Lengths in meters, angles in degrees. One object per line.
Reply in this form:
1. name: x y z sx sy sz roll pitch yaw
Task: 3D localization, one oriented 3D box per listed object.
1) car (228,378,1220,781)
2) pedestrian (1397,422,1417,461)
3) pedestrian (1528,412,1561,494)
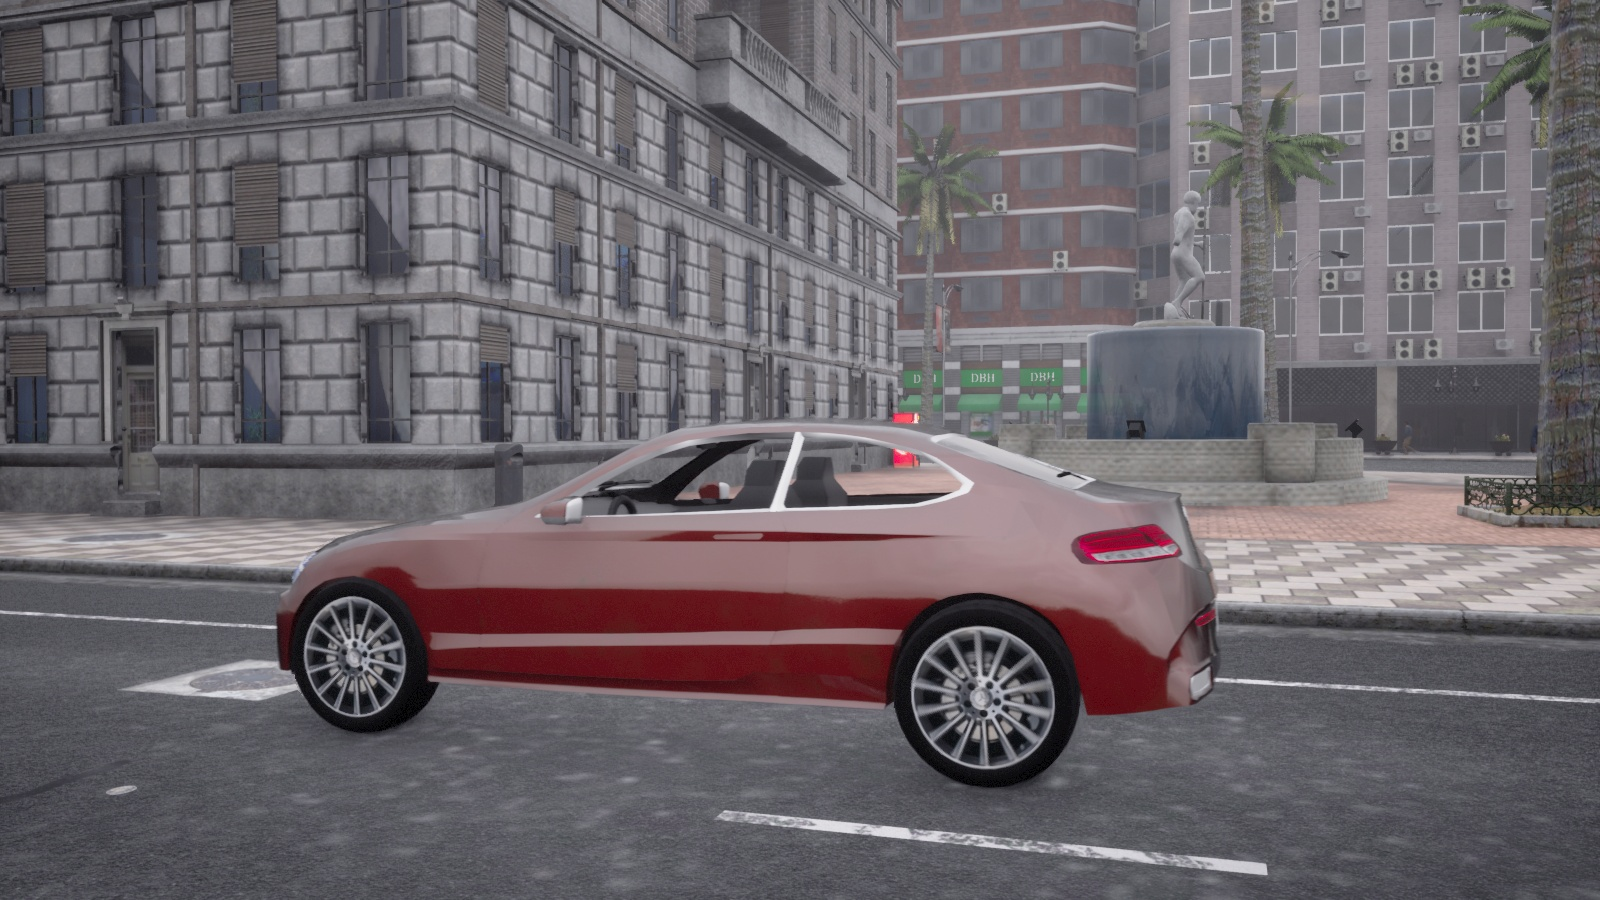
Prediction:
1. car: -0.337 0.493 6.947 5.027 1.651 2.152 1 1 18
2. pedestrian: 30.606 -0.416 63.323 0.788 1.949 0.423 1 1 43
3. pedestrian: 17.908 0.067 30.210 0.423 1.949 0.788 0 1 10
